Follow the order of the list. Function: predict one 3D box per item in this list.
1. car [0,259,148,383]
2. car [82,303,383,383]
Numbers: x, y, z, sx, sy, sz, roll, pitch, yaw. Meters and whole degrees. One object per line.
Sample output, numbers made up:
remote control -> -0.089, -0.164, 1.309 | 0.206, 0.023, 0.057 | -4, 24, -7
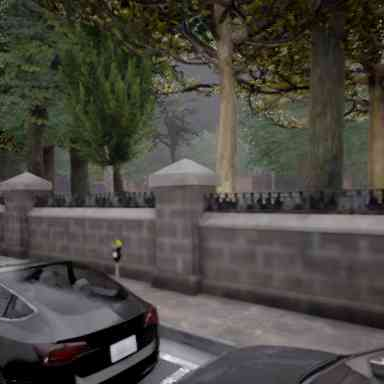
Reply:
car -> -2.369, 1.608, 4.513 | 4.313, 1.339, 1.947 | -1, -1, 36
car -> 1.697, 1.545, 1.624 | 4.403, 1.369, 2.008 | -1, -1, 36
